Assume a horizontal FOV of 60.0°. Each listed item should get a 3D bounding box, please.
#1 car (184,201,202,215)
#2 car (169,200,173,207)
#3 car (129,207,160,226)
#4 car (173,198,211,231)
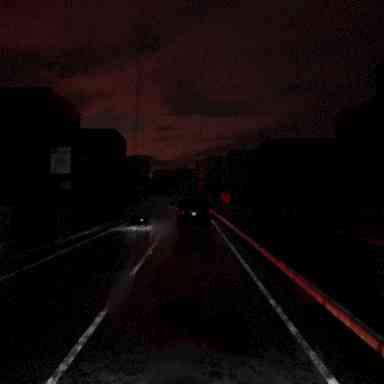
[{"bbox_3d":[0.129,1.933,41.750,2.128,1.511,4.902,0,-1,0],"label":"car"},{"bbox_3d":[-3.486,2.191,66.428,1.895,1.301,4.718,0,0,0],"label":"car"},{"bbox_3d":[-3.548,1.818,25.510,1.994,1.385,4.181,0,-1,0],"label":"car"},{"bbox_3d":[0.119,1.444,22.676,2.150,2.045,5.566,0,-1,0],"label":"car"}]
